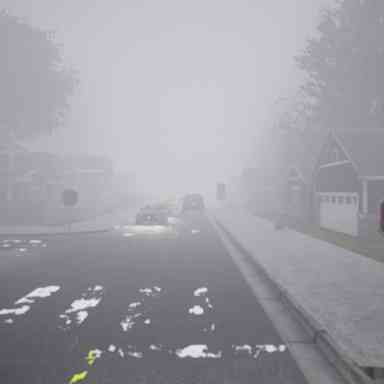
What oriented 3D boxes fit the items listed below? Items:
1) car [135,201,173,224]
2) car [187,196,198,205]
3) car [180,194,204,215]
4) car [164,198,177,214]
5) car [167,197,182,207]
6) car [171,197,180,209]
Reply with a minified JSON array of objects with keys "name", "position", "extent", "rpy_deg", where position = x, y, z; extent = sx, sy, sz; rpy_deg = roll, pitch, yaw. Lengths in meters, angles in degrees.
[{"name":"car","position":[-2.843,1.574,24.506],"extent":[1.994,1.385,4.181],"rpy_deg":[0,0,3]},{"name":"car","position":[0.131,1.539,61.434],"extent":[1.882,1.535,5.008],"rpy_deg":[0,0,0]},{"name":"car","position":[0.119,1.237,34.878],"extent":[2.150,2.045,5.566],"rpy_deg":[0,0,0]},{"name":"car","position":[-2.830,1.616,33.476],"extent":[1.895,1.301,4.718],"rpy_deg":[0,0,0]},{"name":"car","position":[-2.778,1.534,54.228],"extent":[2.128,1.511,4.902],"rpy_deg":[0,0,1]},{"name":"car","position":[-2.827,1.502,43.842],"extent":[1.882,1.535,5.008],"rpy_deg":[0,0,0]}]
